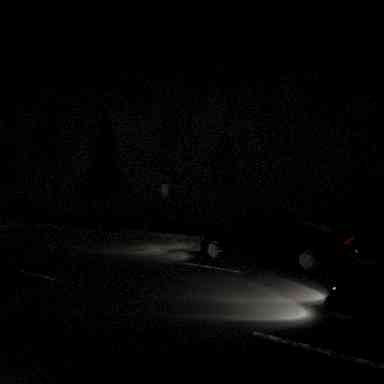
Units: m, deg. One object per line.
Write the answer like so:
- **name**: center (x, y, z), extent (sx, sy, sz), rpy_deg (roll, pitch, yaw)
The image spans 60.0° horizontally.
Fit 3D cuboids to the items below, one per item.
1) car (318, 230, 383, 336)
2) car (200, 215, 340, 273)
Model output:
- **car**: center (4.902, 1.548, 4.794), extent (5.357, 1.411, 2.033), rpy_deg (0, 0, 35)
- **car**: center (2.590, 1.479, 10.743), extent (5.008, 1.535, 1.882), rpy_deg (0, 0, 36)
